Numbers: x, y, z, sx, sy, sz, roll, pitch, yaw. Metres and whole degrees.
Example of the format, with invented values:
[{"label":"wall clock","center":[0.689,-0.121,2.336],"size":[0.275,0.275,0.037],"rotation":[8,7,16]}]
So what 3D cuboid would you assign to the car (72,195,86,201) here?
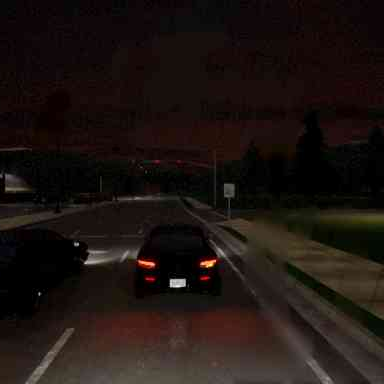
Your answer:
[{"label":"car","center":[-27.616,1.476,81.459],"size":[1.882,1.535,5.008],"rotation":[0,0,-3]}]

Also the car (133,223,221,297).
[{"label":"car","center":[-0.387,1.526,8.473],"size":[1.812,1.442,4.674],"rotation":[0,0,-3]}]

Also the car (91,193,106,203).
[{"label":"car","center":[-19.924,1.225,68.690],"size":[2.150,2.045,5.566],"rotation":[0,0,-3]}]

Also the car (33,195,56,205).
[{"label":"car","center":[-26.484,1.352,59.371],"size":[2.097,1.767,4.553],"rotation":[0,0,-3]}]

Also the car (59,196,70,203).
[{"label":"car","center":[-26.940,1.540,68.814],"size":[2.033,1.411,5.357],"rotation":[0,0,-3]}]

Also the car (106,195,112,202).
[{"label":"car","center":[-20.520,1.524,79.850],"size":[2.128,1.511,4.902],"rotation":[0,0,-3]}]

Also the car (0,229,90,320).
[{"label":"car","center":[-3.836,1.547,7.399],"size":[2.033,1.411,5.357],"rotation":[0,0,-3]}]

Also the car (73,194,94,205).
[{"label":"car","center":[-19.489,1.564,59.400],"size":[1.994,1.385,4.181],"rotation":[0,0,-3]}]
